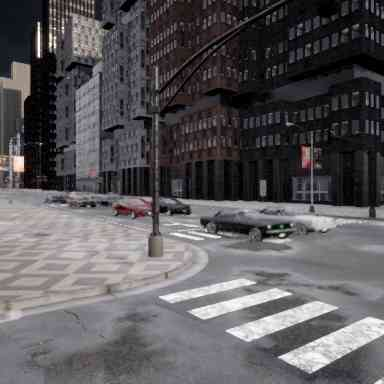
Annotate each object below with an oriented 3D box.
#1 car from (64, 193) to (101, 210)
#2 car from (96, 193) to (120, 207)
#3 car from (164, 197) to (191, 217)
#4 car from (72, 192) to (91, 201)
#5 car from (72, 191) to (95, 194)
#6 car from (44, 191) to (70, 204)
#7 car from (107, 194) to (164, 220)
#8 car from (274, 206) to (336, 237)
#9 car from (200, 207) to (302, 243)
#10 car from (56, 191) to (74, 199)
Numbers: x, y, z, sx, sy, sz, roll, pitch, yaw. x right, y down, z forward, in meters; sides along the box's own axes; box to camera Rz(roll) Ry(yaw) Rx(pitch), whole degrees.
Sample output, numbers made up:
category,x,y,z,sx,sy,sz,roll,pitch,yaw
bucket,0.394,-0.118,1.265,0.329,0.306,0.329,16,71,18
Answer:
category,x,y,z,sx,sy,sz,roll,pitch,yaw
car,-11.744,1.123,35.444,1.895,1.301,4.718,0,1,-36
car,-8.934,1.123,37.100,1.895,1.301,4.718,0,1,-36
car,-2.023,1.168,27.493,1.882,1.535,5.008,0,1,-36
car,-18.946,0.714,56.912,1.812,1.442,4.674,0,1,-35
car,-15.750,0.701,46.624,2.097,1.767,4.553,0,1,-36
car,-18.745,0.891,45.229,2.033,1.411,5.357,0,1,-35
car,-4.379,1.180,25.199,1.882,1.535,5.008,0,1,-36
car,5.048,1.462,17.666,1.895,1.301,4.718,0,1,-36
car,2.473,1.468,15.677,1.895,1.301,4.718,0,1,-36
car,-25.005,0.572,65.333,2.033,1.411,5.357,0,1,-36
